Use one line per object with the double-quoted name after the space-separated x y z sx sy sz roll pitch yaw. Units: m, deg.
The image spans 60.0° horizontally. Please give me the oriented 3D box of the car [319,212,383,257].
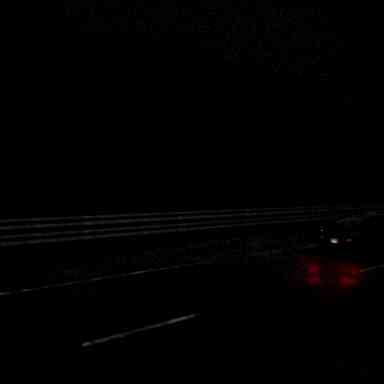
6.853 1.518 12.952 4.674 1.442 1.812 0 0 -35 "car"
